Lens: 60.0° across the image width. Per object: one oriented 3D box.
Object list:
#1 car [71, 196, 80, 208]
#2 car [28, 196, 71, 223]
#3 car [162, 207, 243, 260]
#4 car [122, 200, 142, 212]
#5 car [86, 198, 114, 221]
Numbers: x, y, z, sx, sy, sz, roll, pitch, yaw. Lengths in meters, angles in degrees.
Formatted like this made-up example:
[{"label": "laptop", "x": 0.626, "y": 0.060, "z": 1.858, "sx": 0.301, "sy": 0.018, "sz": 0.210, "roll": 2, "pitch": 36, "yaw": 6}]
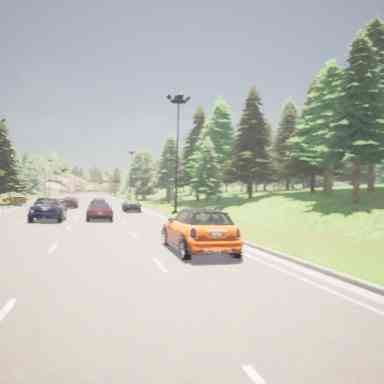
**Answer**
[{"label": "car", "x": -15.428, "y": 1.281, "z": 42.245, "sx": 1.812, "sy": 1.442, "sz": 4.674, "roll": 2, "pitch": 0, "yaw": -16}, {"label": "car", "x": -10.239, "y": 1.173, "z": 23.941, "sx": 2.097, "sy": 1.767, "sz": 4.553, "roll": 2, "pitch": 0, "yaw": -15}, {"label": "car", "x": 0.229, "y": 1.408, "z": 12.895, "sx": 2.097, "sy": 1.767, "sz": 4.553, "roll": 2, "pitch": 0, "yaw": -16}, {"label": "car", "x": -7.001, "y": 1.566, "z": 38.247, "sx": 1.895, "sy": 1.301, "sz": 4.718, "roll": 2, "pitch": 0, "yaw": -16}, {"label": "car", "x": -7.167, "y": 1.476, "z": 25.954, "sx": 1.994, "sy": 1.385, "sz": 4.181, "roll": 2, "pitch": 0, "yaw": -15}]
